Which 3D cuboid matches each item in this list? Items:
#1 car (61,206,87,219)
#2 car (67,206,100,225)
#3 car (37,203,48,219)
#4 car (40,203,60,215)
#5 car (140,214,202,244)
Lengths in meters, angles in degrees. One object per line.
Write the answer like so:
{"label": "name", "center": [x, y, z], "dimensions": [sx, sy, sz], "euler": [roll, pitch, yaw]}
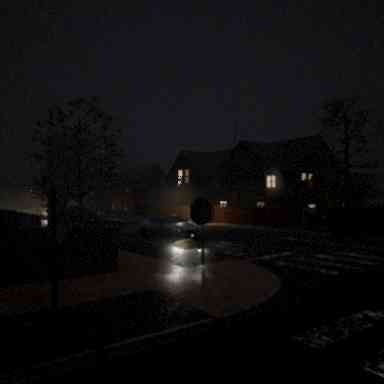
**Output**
{"label": "car", "center": [-15.521, 2.613, 43.731], "dimensions": [1.882, 1.535, 5.008], "euler": [0, -2, -36]}
{"label": "car", "center": [-10.168, 2.335, 31.208], "dimensions": [1.837, 1.490, 4.892], "euler": [0, -1, -36]}
{"label": "car", "center": [-18.555, 2.397, 43.007], "dimensions": [2.150, 2.045, 5.566], "euler": [0, -1, -35]}
{"label": "car", "center": [-23.432, 2.809, 54.752], "dimensions": [2.097, 1.767, 4.553], "euler": [0, -1, -35]}
{"label": "car", "center": [-1.331, 1.998, 18.862], "dimensions": [1.812, 1.442, 4.674], "euler": [0, -1, -36]}
